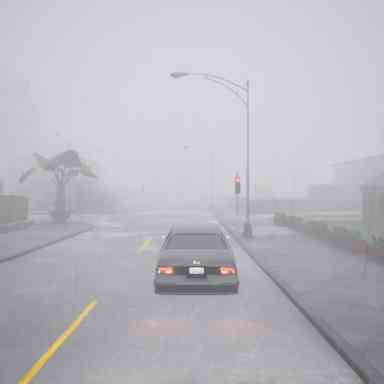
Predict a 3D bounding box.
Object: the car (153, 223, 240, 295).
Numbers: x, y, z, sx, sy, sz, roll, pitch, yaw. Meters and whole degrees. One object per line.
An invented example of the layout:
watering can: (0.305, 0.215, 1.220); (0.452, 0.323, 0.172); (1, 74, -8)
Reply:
car: (0.099, 1.547, 8.855); (2.033, 1.411, 5.357); (0, 0, 0)

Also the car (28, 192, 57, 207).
car: (-19.748, 0.985, 43.898); (1.905, 1.878, 3.866); (0, 0, 35)
